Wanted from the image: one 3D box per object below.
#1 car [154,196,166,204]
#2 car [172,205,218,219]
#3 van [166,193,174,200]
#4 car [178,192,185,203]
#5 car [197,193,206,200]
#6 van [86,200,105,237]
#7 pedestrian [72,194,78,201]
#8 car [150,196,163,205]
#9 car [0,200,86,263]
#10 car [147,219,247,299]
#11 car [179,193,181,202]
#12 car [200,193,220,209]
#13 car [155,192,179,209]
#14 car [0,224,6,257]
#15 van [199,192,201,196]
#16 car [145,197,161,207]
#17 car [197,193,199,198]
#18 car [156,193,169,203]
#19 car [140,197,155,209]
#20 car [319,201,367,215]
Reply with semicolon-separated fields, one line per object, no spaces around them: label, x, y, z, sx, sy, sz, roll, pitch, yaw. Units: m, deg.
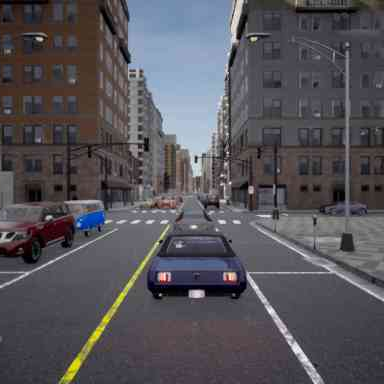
car;-5.915;1.415;61.556;1.752;1.417;4.829;0;0;0
car;0.079;1.561;17.141;1.994;1.385;4.181;0;0;0
van;-5.941;1.145;90.000;1.690;1.788;3.998;0;0;0
car;-3.070;1.090;68.371;2.150;2.045;5.566;0;0;0
car;2.584;1.119;89.993;2.192;1.841;5.009;0;0;0
van;-5.875;1.338;17.745;1.690;1.788;3.998;0;0;0
pedestrian;-12.585;1.094;35.704;0.375;1.860;0.375;0;0;1
car;-5.909;1.431;55.901;1.752;1.417;4.829;0;0;0
car;-5.870;1.314;12.104;2.192;1.841;5.009;0;0;0
car;0.091;1.600;8.381;1.895;1.301;4.718;0;0;0
car;-3.136;1.416;53.438;1.837;1.490;4.892;0;0;0
car;2.627;1.250;44.741;2.192;1.841;5.009;0;0;0
car;-3.189;1.291;43.395;2.097;1.767;4.553;0;0;2
car;-5.865;1.565;6.463;1.947;1.339;4.313;0;0;0
van;2.611;1.230;61.711;1.690;1.788;3.998;0;0;0
car;-5.905;1.486;50.416;1.947;1.339;4.313;0;0;0
car;2.600;1.381;73.195;1.752;1.417;4.829;0;0;0
car;-5.920;1.188;67.381;2.192;1.841;5.009;0;0;0
car;-5.899;1.461;44.591;1.752;1.417;4.829;0;0;0
car;14.615;1.521;32.283;4.181;1.385;1.994;0;0;1
